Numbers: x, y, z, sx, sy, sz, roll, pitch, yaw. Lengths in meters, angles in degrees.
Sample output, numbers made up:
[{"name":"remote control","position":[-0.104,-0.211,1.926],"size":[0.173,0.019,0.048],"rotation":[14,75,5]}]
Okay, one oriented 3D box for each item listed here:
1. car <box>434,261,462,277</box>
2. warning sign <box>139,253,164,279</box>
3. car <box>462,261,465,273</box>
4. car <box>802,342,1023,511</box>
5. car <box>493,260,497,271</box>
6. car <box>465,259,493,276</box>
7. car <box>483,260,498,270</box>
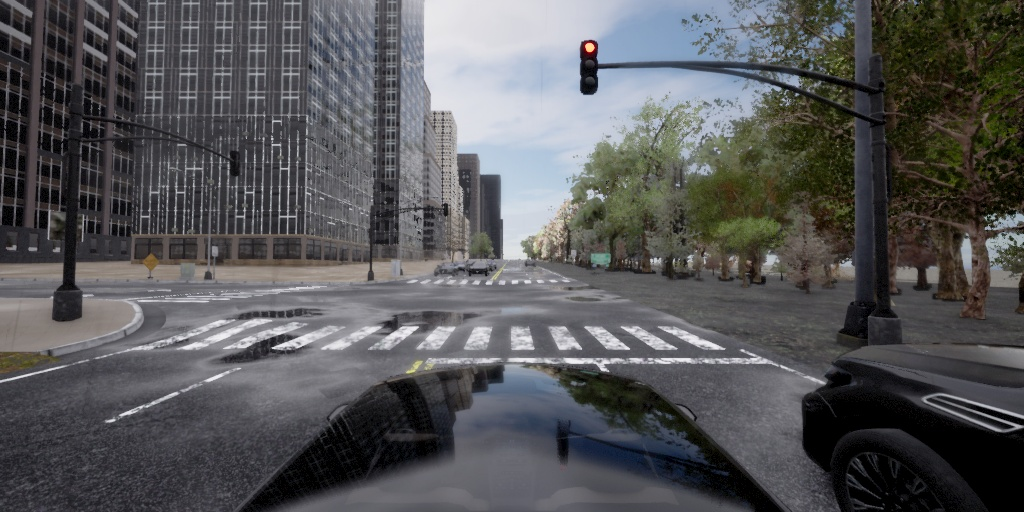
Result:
[{"name":"car","position":[-6.589,1.337,36.413],"size":[1.994,1.385,4.181],"rotation":[0,0,0]},{"name":"warning sign","position":[-26.157,0.734,25.921],"size":[1.060,1.860,1.300],"rotation":[0,0,-4]},{"name":"car","position":[-6.591,1.327,45.647],"size":[2.033,1.411,5.357],"rotation":[0,0,0]},{"name":"car","position":[3.359,0.963,0.428],"size":[2.150,2.045,5.566],"rotation":[0,0,0]},{"name":"car","position":[-3.342,1.381,46.459],"size":[1.895,1.301,4.718],"rotation":[0,0,0]},{"name":"car","position":[-3.339,1.251,37.119],"size":[1.882,1.535,5.008],"rotation":[0,0,0]},{"name":"car","position":[-3.336,1.334,56.748],"size":[2.033,1.411,5.357],"rotation":[0,0,-1]}]
